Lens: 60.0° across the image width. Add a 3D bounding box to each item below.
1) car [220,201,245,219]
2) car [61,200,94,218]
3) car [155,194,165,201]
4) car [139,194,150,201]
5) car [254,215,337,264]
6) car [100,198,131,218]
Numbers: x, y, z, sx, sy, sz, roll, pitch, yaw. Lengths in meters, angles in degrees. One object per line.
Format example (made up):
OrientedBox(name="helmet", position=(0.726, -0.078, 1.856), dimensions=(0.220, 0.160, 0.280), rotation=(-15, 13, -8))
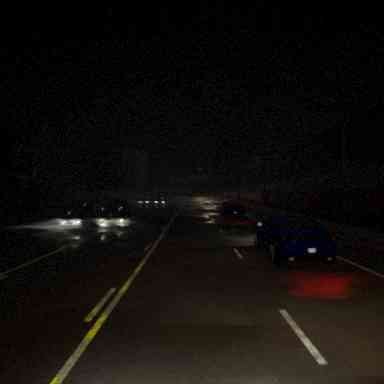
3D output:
OrientedBox(name="car", position=(3.598, 1.540, 30.025), dimensions=(1.882, 1.535, 5.008), rotation=(0, 0, 0))
OrientedBox(name="car", position=(-10.590, 1.546, 31.085), dimensions=(2.128, 1.511, 4.902), rotation=(0, 0, 0))
OrientedBox(name="car", position=(-6.978, 1.239, 73.706), dimensions=(1.837, 1.490, 4.892), rotation=(0, 0, 0))
OrientedBox(name="car", position=(-10.478, 1.263, 73.707), dimensions=(1.812, 1.442, 4.674), rotation=(0, 0, 0))
OrientedBox(name="car", position=(3.586, 1.582, 12.381), dimensions=(1.882, 1.535, 5.008), rotation=(0, 0, 0))
OrientedBox(name="car", position=(-7.090, 1.408, 31.151), dimensions=(2.097, 1.767, 4.553), rotation=(0, 0, 0))
